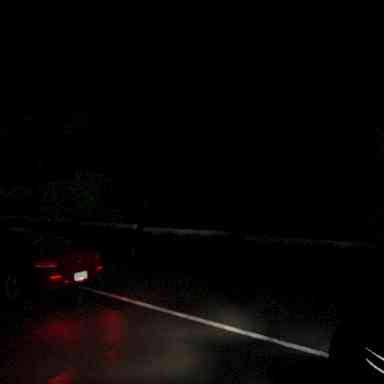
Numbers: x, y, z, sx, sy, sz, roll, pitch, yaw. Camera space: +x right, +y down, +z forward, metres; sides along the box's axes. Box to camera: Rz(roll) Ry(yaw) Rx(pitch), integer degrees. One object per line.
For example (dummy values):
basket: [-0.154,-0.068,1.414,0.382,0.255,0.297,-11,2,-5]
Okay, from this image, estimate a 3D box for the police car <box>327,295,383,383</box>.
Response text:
police car: [3.815,1.450,2.366,5.238,1.638,1.930,0,-1,36]

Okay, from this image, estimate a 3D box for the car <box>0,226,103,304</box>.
car: [-4.149,1.568,8.246,4.674,1.442,1.812,0,0,36]
